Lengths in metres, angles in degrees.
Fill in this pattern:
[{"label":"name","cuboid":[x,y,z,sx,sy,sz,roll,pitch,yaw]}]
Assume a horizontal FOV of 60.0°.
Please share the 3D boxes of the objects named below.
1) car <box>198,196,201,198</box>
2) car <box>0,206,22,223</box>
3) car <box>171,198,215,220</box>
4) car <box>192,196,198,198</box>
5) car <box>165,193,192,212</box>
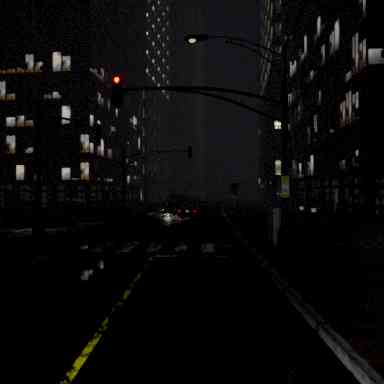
[{"label":"car","cuboid":[0.712,1.425,60.991,1.837,1.490,4.892,0,0,7]},{"label":"car","cuboid":[-16.573,1.848,27.924,4.403,1.369,2.008,-1,1,10]},{"label":"car","cuboid":[0.419,1.522,27.973,2.033,1.411,5.357,0,0,19]},{"label":"car","cuboid":[-0.651,1.425,48.807,1.882,1.535,5.008,0,0,6]},{"label":"car","cuboid":[-1.625,1.188,37.843,2.150,2.045,5.566,0,0,5]}]
